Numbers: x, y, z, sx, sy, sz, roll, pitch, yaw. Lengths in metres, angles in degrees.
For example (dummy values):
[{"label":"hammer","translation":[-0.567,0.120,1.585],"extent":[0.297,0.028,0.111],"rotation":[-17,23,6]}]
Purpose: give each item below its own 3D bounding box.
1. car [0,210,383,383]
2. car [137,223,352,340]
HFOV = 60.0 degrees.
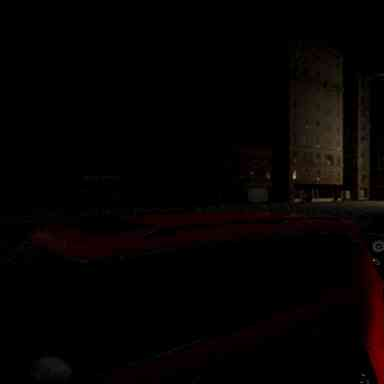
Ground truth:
[{"label":"car","translation":[-0.538,1.225,2.684],"extent":[5.566,2.045,2.150],"rotation":[1,0,-35]},{"label":"car","translation":[1.294,1.549,7.113],"extent":[4.507,1.381,1.887],"rotation":[0,0,-36]}]
